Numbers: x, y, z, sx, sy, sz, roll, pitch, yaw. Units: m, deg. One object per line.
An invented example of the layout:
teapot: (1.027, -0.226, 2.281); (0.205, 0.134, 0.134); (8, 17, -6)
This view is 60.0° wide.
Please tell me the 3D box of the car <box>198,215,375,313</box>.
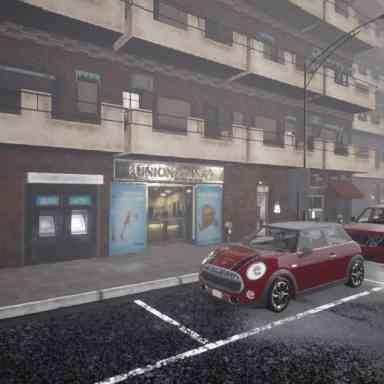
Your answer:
car: (2.105, 1.442, 7.605); (4.097, 1.590, 1.967); (0, 0, -36)

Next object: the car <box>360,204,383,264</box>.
car: (6.607, 1.321, 10.827); (5.009, 1.841, 2.192); (0, 0, -36)
